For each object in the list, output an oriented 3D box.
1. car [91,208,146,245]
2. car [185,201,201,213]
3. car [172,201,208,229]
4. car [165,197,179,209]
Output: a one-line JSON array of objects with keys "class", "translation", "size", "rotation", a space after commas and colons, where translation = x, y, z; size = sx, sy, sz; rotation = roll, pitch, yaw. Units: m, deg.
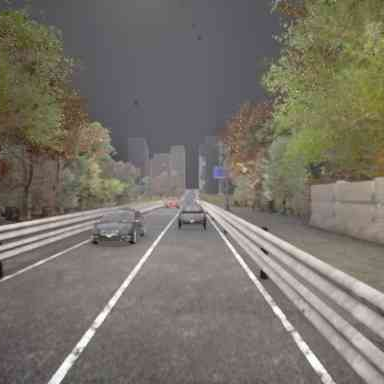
[{"class": "car", "translation": [-3.354, 1.557, 15.906], "size": [1.837, 1.490, 4.892], "rotation": [0, 0, 0]}, {"class": "car", "translation": [0.078, 1.940, 43.169], "size": [1.994, 1.385, 4.181], "rotation": [0, -1, 0]}, {"class": "car", "translation": [0.039, 1.596, 22.549], "size": [2.128, 1.511, 4.902], "rotation": [0, 0, 1]}, {"class": "car", "translation": [-3.320, 1.847, 56.165], "size": [2.150, 2.045, 5.566], "rotation": [0, -1, 1]}]
